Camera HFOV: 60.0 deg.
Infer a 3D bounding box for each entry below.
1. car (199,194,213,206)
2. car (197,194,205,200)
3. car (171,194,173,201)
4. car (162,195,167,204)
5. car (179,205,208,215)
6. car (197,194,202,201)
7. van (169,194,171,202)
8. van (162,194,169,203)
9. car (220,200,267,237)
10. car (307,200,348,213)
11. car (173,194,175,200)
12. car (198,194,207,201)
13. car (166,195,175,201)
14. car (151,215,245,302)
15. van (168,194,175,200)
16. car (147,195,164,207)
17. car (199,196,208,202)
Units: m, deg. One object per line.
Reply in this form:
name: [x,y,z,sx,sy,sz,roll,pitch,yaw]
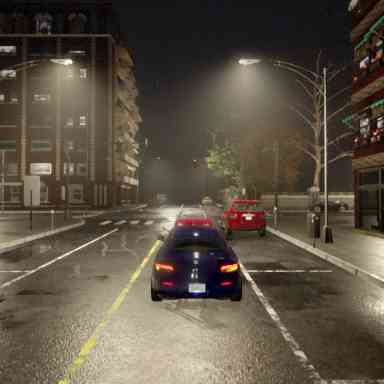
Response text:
car: [2.613,1.560,56.291,1.752,1.417,4.829,1,0,0]
car: [2.554,1.391,94.887,2.192,1.841,5.009,1,0,0]
car: [-5.794,1.632,72.730,1.802,1.307,4.206,1,0,0]
car: [-5.768,1.616,56.113,1.802,1.307,4.206,1,0,0]
car: [0.071,1.608,17.900,1.895,1.301,4.718,0,0,0]
car: [2.586,1.601,72.735,2.008,1.369,4.403,1,0,0]
van: [-5.781,1.385,67.191,1.690,1.788,3.998,1,0,0]
van: [-5.772,1.380,61.652,1.690,1.788,3.998,1,0,0]
car: [2.679,1.322,18.091,2.192,1.841,5.009,1,0,0]
car: [15.153,1.607,37.144,4.313,1.339,1.947,0,-1,0]
car: [-5.803,1.606,78.268,2.008,1.369,4.403,1,0,0]
car: [2.572,1.377,83.812,2.192,1.841,5.009,1,0,0]
car: [-5.821,1.620,89.346,2.008,1.369,4.403,1,0,0]
car: [0.088,1.528,8.157,1.812,1.442,4.674,0,0,0]
van: [-5.826,1.417,94.884,1.690,1.788,3.998,1,0,0]
car: [-5.759,1.612,50.576,1.802,1.307,4.206,1,0,0]
car: [2.576,1.622,78.274,1.947,1.339,4.313,1,0,0]
